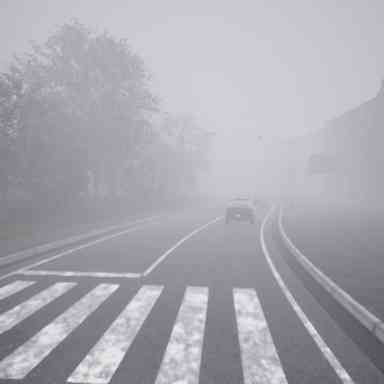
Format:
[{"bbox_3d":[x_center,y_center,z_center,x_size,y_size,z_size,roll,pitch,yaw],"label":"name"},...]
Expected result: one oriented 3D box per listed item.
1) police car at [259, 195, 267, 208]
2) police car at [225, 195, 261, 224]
[{"bbox_3d":[8.386,1.132,41.812,2.038,1.542,4.974,1,1,14],"label":"police car"},{"bbox_3d":[3.607,1.298,23.854,1.930,1.638,5.238,1,1,14],"label":"police car"}]
